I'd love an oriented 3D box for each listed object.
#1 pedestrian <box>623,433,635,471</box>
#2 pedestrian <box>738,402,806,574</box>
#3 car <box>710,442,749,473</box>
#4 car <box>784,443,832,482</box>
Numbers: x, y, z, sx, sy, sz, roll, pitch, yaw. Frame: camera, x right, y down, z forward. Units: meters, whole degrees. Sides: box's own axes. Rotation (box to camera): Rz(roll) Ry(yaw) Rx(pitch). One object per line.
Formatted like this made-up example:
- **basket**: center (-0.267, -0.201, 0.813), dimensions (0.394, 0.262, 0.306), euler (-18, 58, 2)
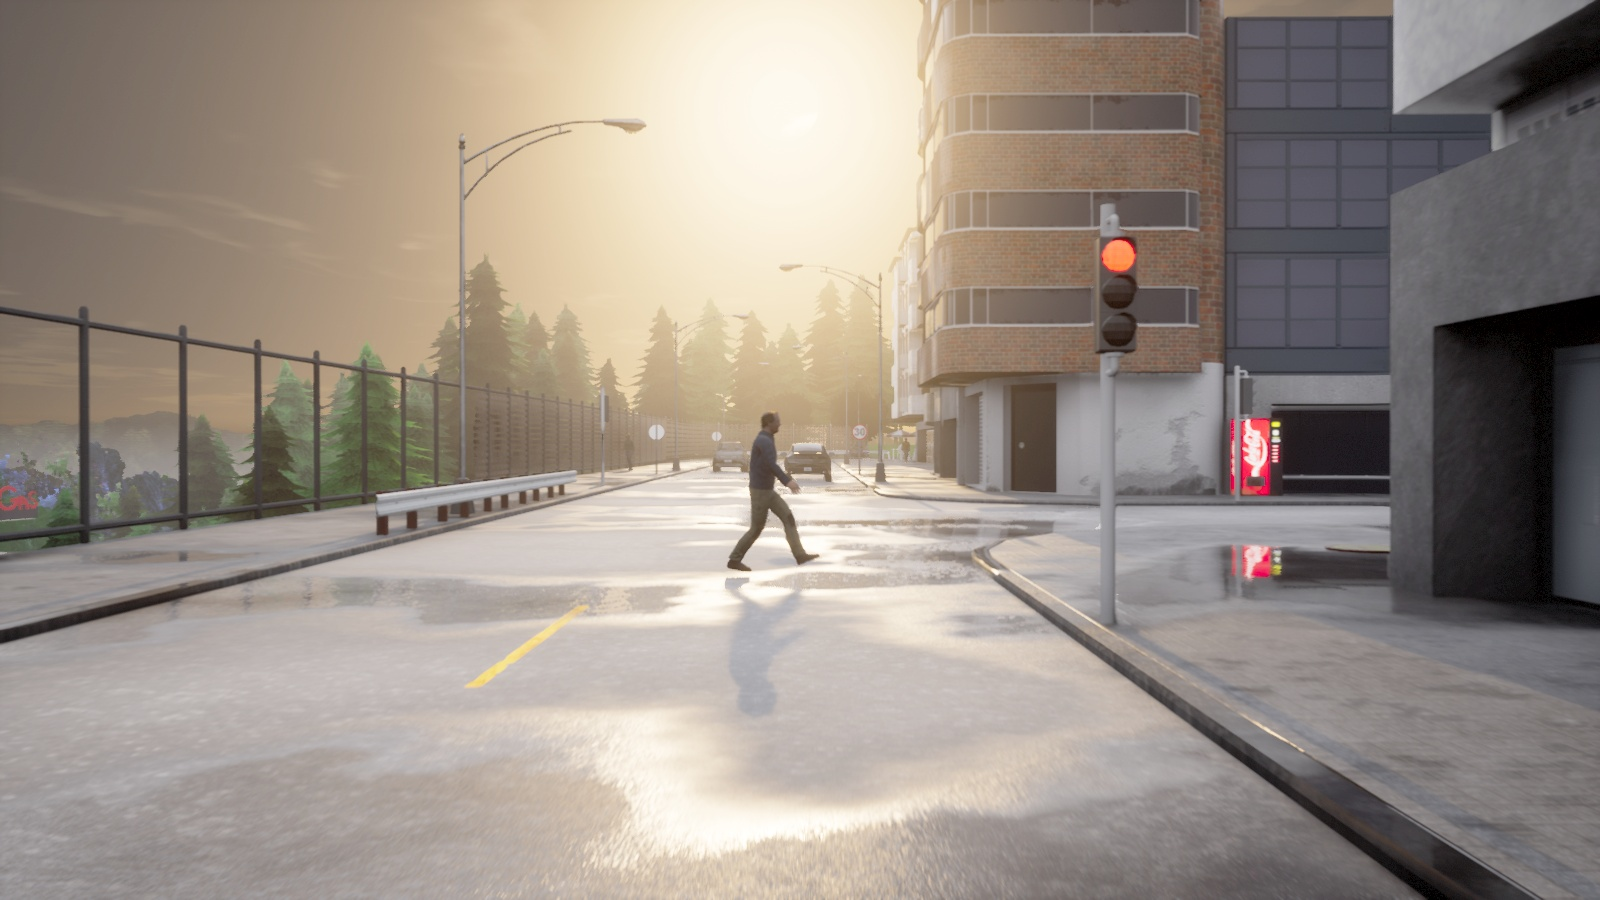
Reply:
- **pedestrian**: center (-8.516, 0.097, 62.537), dimensions (0.353, 1.847, 0.614), euler (0, 0, 16)
- **pedestrian**: center (-0.304, 0.409, 13.706), dimensions (0.726, 1.842, 0.402), euler (0, 0, 1)
- **car**: center (-3.602, 0.356, 64.771), dimensions (1.789, 1.549, 3.705), euler (0, 0, 0)
- **car**: center (0.309, 0.469, 50.131), dimensions (1.837, 1.490, 4.892), euler (0, 0, 0)
